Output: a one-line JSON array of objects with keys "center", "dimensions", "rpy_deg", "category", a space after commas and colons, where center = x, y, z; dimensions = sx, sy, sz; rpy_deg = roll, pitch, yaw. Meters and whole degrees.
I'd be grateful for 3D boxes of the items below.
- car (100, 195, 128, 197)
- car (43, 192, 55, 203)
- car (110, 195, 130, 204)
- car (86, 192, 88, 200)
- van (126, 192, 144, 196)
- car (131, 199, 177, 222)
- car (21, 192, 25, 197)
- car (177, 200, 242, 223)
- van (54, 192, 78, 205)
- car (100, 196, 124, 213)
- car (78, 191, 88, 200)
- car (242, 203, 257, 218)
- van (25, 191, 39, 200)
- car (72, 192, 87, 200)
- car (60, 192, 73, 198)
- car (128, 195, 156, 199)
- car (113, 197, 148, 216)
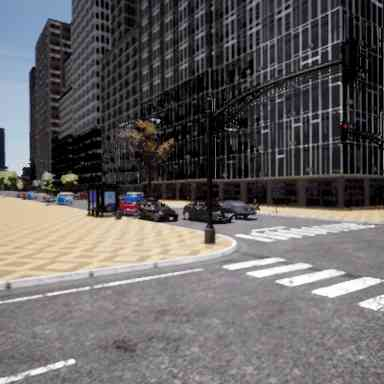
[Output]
[{"center": [-9.957, 1.336, 41.004], "dimensions": [1.895, 1.301, 4.718], "rpy_deg": [-1, 1, -34], "category": "car"}, {"center": [-25.040, 1.103, 58.482], "dimensions": [2.008, 1.369, 4.403], "rpy_deg": [0, 1, -34], "category": "car"}, {"center": [-11.707, 1.142, 53.824], "dimensions": [1.802, 1.307, 4.206], "rpy_deg": [0, 1, -34], "category": "car"}, {"center": [-18.121, 1.035, 63.209], "dimensions": [1.802, 1.307, 4.206], "rpy_deg": [0, 1, -34], "category": "car"}, {"center": [-8.500, 0.954, 49.129], "dimensions": [1.690, 1.788, 3.998], "rpy_deg": [0, 1, -34], "category": "van"}, {"center": [-2.700, 1.485, 25.561], "dimensions": [1.947, 1.339, 4.313], "rpy_deg": [0, 1, -34], "category": "car"}, {"center": [-37.866, 0.778, 77.250], "dimensions": [1.967, 1.590, 4.097], "rpy_deg": [0, 1, -34], "category": "car"}, {"center": [1.157, 1.417, 24.723], "dimensions": [1.837, 1.490, 4.892], "rpy_deg": [-1, 1, -34], "category": "car"}, {"center": [-18.626, 1.001, 49.094], "dimensions": [1.690, 1.788, 3.998], "rpy_deg": [0, 1, -34], "category": "van"}, {"center": [-9.052, 1.382, 34.990], "dimensions": [1.947, 1.339, 4.313], "rpy_deg": [0, 1, -34], "category": "car"}, {"center": [-21.327, 0.715, 67.899], "dimensions": [2.192, 1.841, 5.009], "rpy_deg": [0, 1, -34], "category": "car"}, {"center": [2.996, 1.408, 27.779], "dimensions": [2.033, 1.411, 5.357], "rpy_deg": [-1, 1, -35], "category": "car"}, {"center": [-34.660, 0.733, 72.557], "dimensions": [1.690, 1.788, 3.998], "rpy_deg": [0, 1, -34], "category": "van"}, {"center": [-24.534, 0.786, 72.592], "dimensions": [1.967, 1.590, 4.097], "rpy_deg": [0, 1, -34], "category": "car"}, {"center": [-30.947, 0.789, 81.978], "dimensions": [2.008, 1.369, 4.403], "rpy_deg": [0, 1, -34], "category": "car"}, {"center": [-4.157, 1.333, 32.501], "dimensions": [1.837, 1.490, 4.892], "rpy_deg": [-1, 1, -34], "category": "car"}, {"center": [-5.893, 1.450, 30.265], "dimensions": [1.802, 1.307, 4.206], "rpy_deg": [0, 1, -34], "category": "car"}]
